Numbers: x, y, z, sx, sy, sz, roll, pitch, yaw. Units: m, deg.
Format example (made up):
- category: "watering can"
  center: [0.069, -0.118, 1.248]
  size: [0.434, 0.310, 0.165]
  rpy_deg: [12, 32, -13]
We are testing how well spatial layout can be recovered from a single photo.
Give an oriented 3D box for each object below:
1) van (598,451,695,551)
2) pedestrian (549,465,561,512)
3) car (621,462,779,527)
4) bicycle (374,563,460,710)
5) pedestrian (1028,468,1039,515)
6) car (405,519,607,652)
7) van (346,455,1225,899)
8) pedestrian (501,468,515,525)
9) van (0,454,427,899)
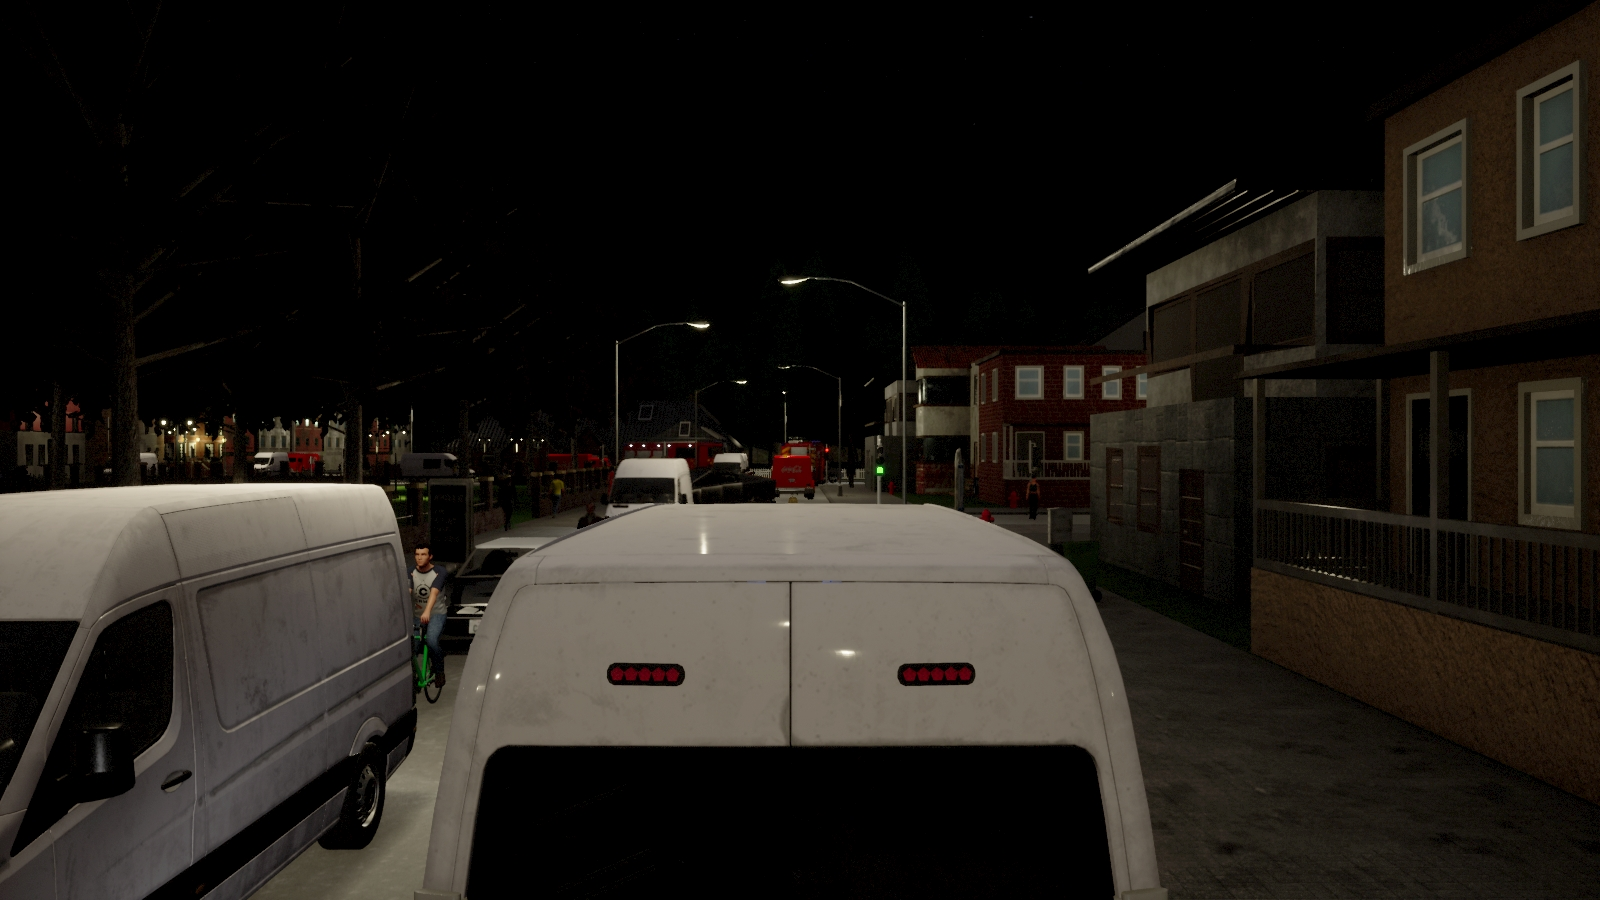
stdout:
- category: "van"
  center: [-4.215, 1.314, 32.268]
  size: [1.988, 2.561, 5.915]
  rpy_deg: [0, 0, 0]
- category: "pedestrian"
  center: [-9.664, 1.526, 45.106]
  size: [0.375, 1.860, 0.375]
  rpy_deg: [0, 0, -1]
- category: "car"
  center: [-3.509, 1.534, 41.816]
  size: [2.390, 2.098, 6.274]
  rpy_deg: [0, 0, 33]
- category: "bicycle"
  center: [-4.053, 1.936, 12.189]
  size: [0.373, 1.296, 1.643]
  rpy_deg: [0, 0, 0]
- category: "pedestrian"
  center: [9.246, 1.629, 45.261]
  size: [0.375, 1.860, 0.375]
  rpy_deg: [0, 0, -1]
- category: "car"
  center: [-4.090, 1.845, 16.538]
  size: [1.970, 1.475, 3.806]
  rpy_deg: [0, 0, 0]
- category: "van"
  center: [-0.041, 1.314, 5.541]
  size: [1.988, 2.561, 5.915]
  rpy_deg: [0, 0, 0]
- category: "pedestrian"
  center: [-9.600, 1.525, 37.604]
  size: [0.375, 1.860, 0.375]
  rpy_deg: [0, 0, -1]
- category: "van"
  center: [-4.032, 1.314, 6.374]
  size: [1.988, 2.561, 5.915]
  rpy_deg: [0, 0, 0]
